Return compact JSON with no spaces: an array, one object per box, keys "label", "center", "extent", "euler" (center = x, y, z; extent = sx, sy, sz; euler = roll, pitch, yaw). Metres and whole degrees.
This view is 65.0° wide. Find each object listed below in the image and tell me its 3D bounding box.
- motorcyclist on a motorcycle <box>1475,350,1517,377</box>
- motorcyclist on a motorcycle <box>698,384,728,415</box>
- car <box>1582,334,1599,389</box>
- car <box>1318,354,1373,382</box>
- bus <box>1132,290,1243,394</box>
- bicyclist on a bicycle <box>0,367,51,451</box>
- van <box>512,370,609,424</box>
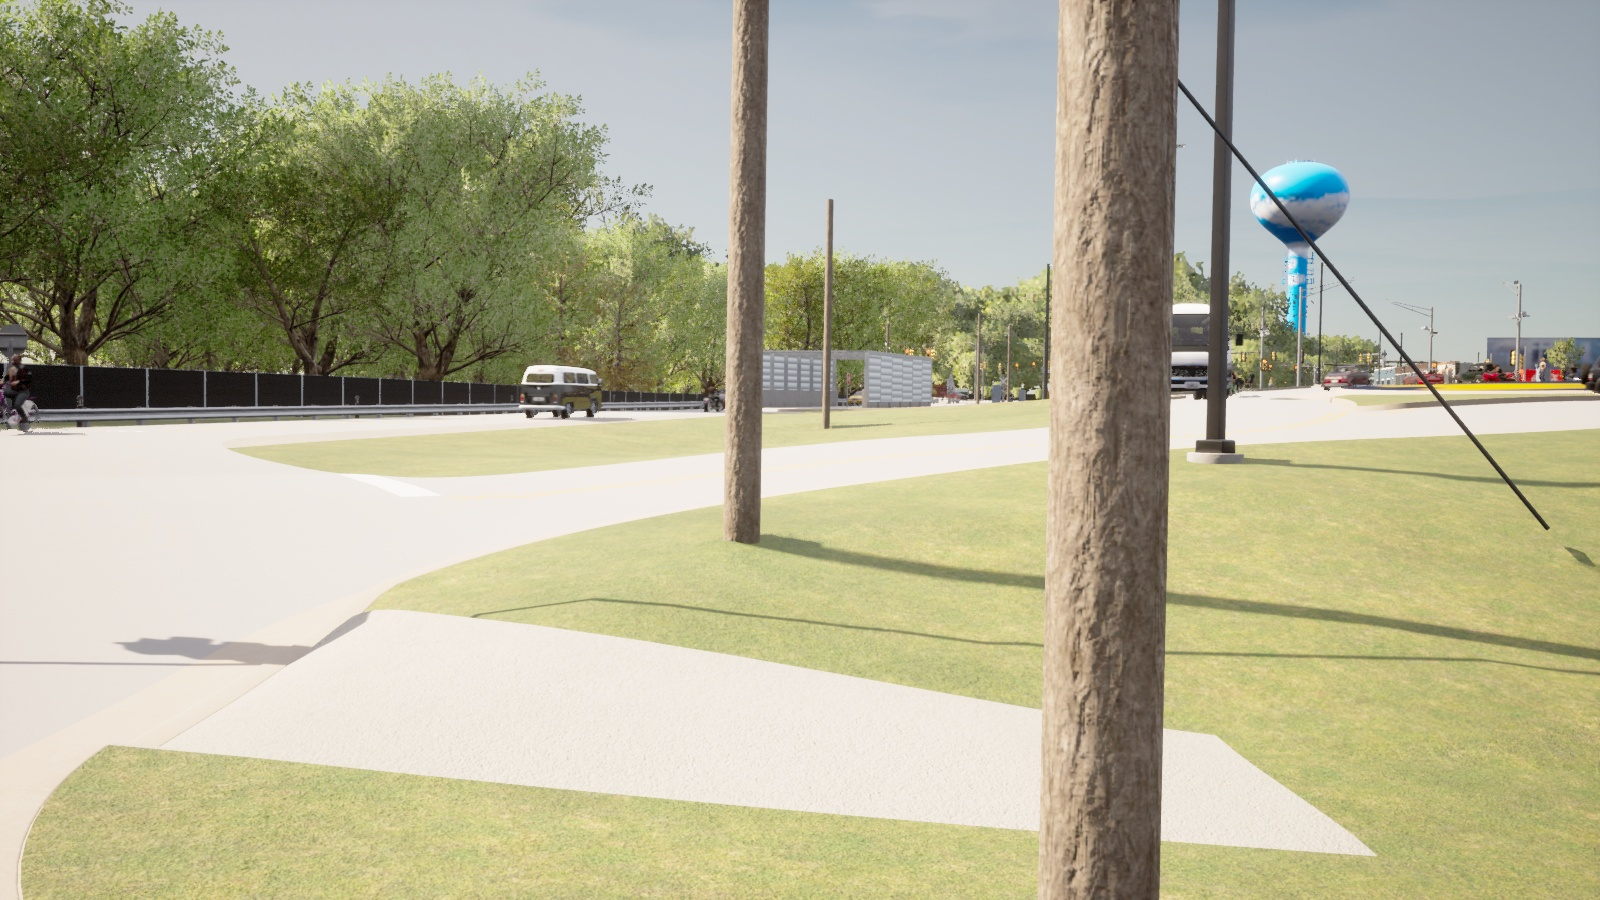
[{"label":"motorcyclist on a motorcycle","center":[42.461,-5.251,76.623],"extent":[2.044,1.523,0.797],"euler":[-2,1,16]},{"label":"motorcyclist on a motorcycle","center":[-4.709,-2.758,68.391],"extent":[0.766,1.649,2.350],"euler":[1,3,19]},{"label":"car","center":[29.841,-3.131,43.505],"extent":[4.605,1.855,1.932],"euler":[1,6,33]},{"label":"car","center":[33.155,-4.957,76.299],"extent":[1.789,1.549,3.705],"euler":[-1,2,45]},{"label":"bus","center":[17.470,-4.697,57.358],"extent":[3.944,4.253,10.273],"euler":[0,2,12]},{"label":"bicyclist on a bicycle","center":[-17.238,-0.896,27.396],"extent":[0.659,1.776,1.843],"euler":[0,2,0]},{"label":"van","center":[-9.392,-2.112,49.616],"extent":[2.069,2.038,4.480],"euler":[0,3,13]}]
